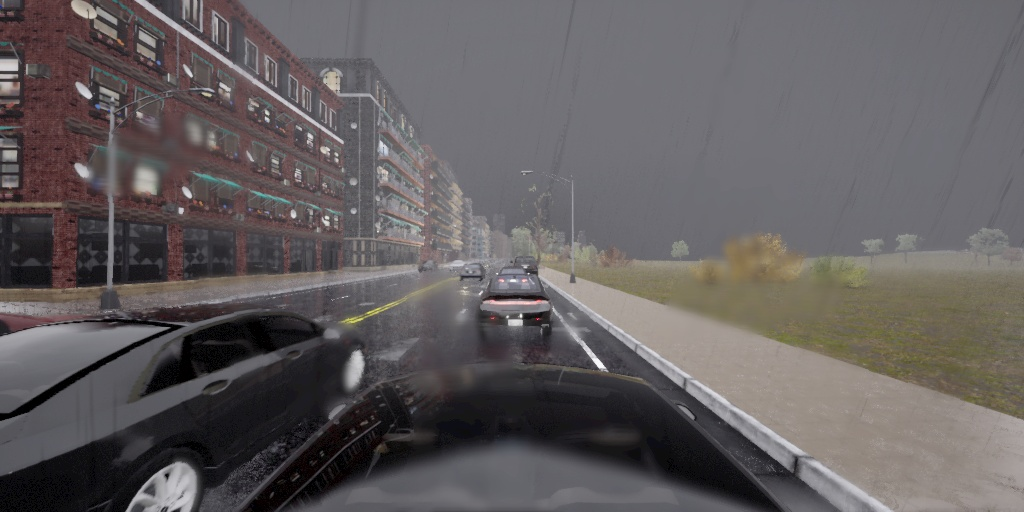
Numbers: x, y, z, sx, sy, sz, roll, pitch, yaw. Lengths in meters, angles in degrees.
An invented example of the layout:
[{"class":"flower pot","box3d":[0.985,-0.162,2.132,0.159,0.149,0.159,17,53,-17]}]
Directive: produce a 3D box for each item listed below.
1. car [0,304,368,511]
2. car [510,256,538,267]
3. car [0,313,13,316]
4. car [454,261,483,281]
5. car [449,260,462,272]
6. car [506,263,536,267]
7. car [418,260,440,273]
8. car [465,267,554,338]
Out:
[{"class":"car","box3d":[-3.156,1.254,3.697,1.837,1.490,4.892,0,0,0]},{"class":"car","box3d":[1.052,0.979,30.902,2.150,2.045,5.566,0,0,0]},{"class":"car","box3d":[-6.601,1.228,2.935,1.882,1.535,5.008,0,0,0]},{"class":"car","box3d":[-3.229,1.300,30.069,2.033,1.411,5.357,0,0,-1]},{"class":"car","box3d":[-6.738,1.279,45.143,1.812,1.442,4.674,0,0,0]},{"class":"car","box3d":[0.049,1.300,20.689,2.033,1.411,5.357,0,0,0]},{"class":"car","box3d":[-9.973,1.258,43.414,1.837,1.490,4.892,0,0,0]},{"class":"car","box3d":[0.076,1.243,10.249,2.128,1.511,4.902,0,0,0]}]
